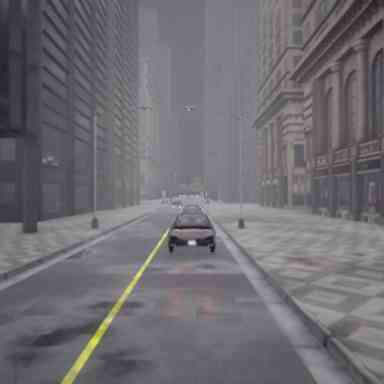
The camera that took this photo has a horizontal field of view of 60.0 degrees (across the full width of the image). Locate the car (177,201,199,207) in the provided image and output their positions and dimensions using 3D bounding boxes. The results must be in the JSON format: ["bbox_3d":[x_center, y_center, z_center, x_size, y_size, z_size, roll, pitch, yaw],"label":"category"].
[{"bbox_3d":[0.002,1.813,28.984,2.033,1.411,5.357,0,0,0],"label":"car"}]

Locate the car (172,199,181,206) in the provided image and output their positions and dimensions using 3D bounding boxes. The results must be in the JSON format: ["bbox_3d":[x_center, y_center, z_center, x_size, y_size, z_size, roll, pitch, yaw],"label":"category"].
[{"bbox_3d":[-2.999,2.145,67.818,2.033,1.411,5.357,0,0,0],"label":"car"}]

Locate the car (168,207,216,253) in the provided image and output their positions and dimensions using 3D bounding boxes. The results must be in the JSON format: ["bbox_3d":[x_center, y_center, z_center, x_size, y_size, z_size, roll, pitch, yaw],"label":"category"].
[{"bbox_3d":[0.005,1.626,14.293,2.128,1.511,4.902,0,0,0],"label":"car"}]
